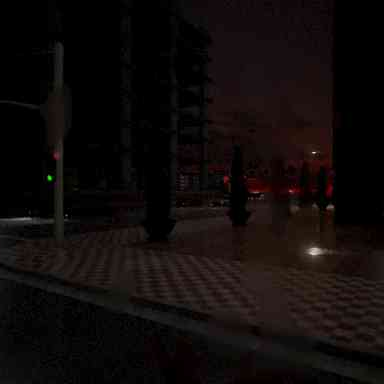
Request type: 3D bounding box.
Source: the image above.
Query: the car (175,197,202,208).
[{"bbox_3d":[-0.460,1.482,47.199,1.882,1.535,5.008,0,0,35],"label":"car"}]

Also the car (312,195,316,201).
[{"bbox_3d":[28.548,1.473,76.514,1.882,1.535,5.008,0,0,35],"label":"car"}]

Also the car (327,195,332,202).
[{"bbox_3d":[31.659,1.547,74.858,1.994,1.385,4.181,0,0,35],"label":"car"}]

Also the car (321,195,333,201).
[{"bbox_3d":[34.497,1.420,85.071,1.812,1.442,4.674,0,0,35],"label":"car"}]

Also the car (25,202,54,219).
[{"bbox_3d":[-12.591,1.569,29.786,1.994,1.385,4.181,0,0,35],"label":"car"}]

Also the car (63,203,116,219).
[{"bbox_3d":[-8.947,1.605,28.895,1.895,1.301,4.718,0,0,35],"label":"car"}]

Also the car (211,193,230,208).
[{"bbox_3d":[4.620,1.355,48.343,2.097,1.767,4.553,0,0,35],"label":"car"}]
